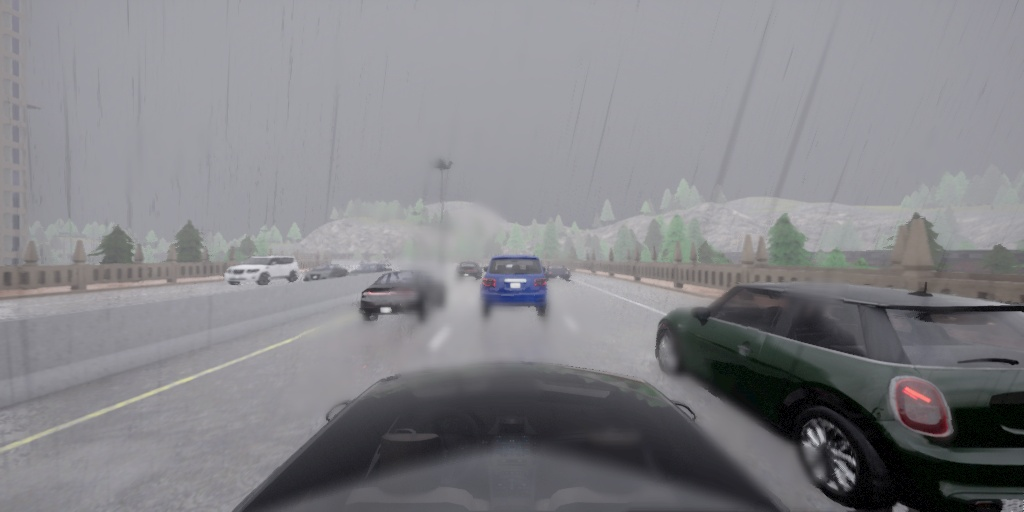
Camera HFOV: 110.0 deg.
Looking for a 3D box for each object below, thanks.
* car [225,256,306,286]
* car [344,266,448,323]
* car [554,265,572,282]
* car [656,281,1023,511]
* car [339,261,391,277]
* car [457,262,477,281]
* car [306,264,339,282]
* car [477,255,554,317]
[{"bbox_3d":[-17.639,0.987,25.737,2.150,2.045,5.566,0,0,-1],"label":"car"},{"bbox_3d":[-3.398,1.243,12.090,2.128,1.511,4.902,0,0,0],"label":"car"},{"bbox_3d":[3.508,1.369,29.218,1.895,1.301,4.718,0,0,-1],"label":"car"},{"bbox_3d":[3.600,1.101,4.534,2.097,1.767,4.553,0,0,0],"label":"car"},{"bbox_3d":[-10.649,1.314,27.093,2.033,1.411,5.357,0,0,-1],"label":"car"},{"bbox_3d":[-3.550,1.276,30.328,1.837,1.490,4.892,0,0,-2],"label":"car"},{"bbox_3d":[-14.212,1.332,27.785,1.994,1.385,4.181,0,0,-2],"label":"car"},{"bbox_3d":[0.103,0.973,13.386,2.150,2.045,5.566,0,0,0],"label":"car"}]
